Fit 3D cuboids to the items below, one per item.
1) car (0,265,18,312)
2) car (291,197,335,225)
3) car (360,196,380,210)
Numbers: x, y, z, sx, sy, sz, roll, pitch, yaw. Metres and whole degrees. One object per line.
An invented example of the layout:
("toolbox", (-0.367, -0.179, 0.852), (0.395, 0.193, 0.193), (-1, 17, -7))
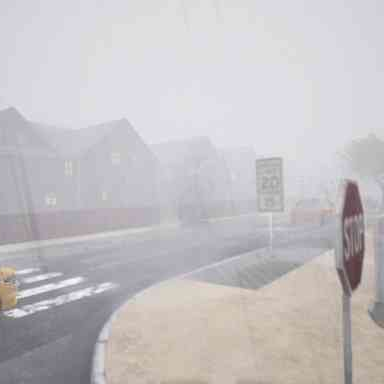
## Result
("car", (-5.157, 1.564, 4.637), (1.882, 1.535, 5.008), (-2, 0, 37))
("car", (8.411, 1.194, 22.581), (2.097, 1.767, 4.553), (-3, -1, 37))
("car", (20.033, 1.196, 37.916), (1.837, 1.490, 4.892), (-3, -1, 37))
